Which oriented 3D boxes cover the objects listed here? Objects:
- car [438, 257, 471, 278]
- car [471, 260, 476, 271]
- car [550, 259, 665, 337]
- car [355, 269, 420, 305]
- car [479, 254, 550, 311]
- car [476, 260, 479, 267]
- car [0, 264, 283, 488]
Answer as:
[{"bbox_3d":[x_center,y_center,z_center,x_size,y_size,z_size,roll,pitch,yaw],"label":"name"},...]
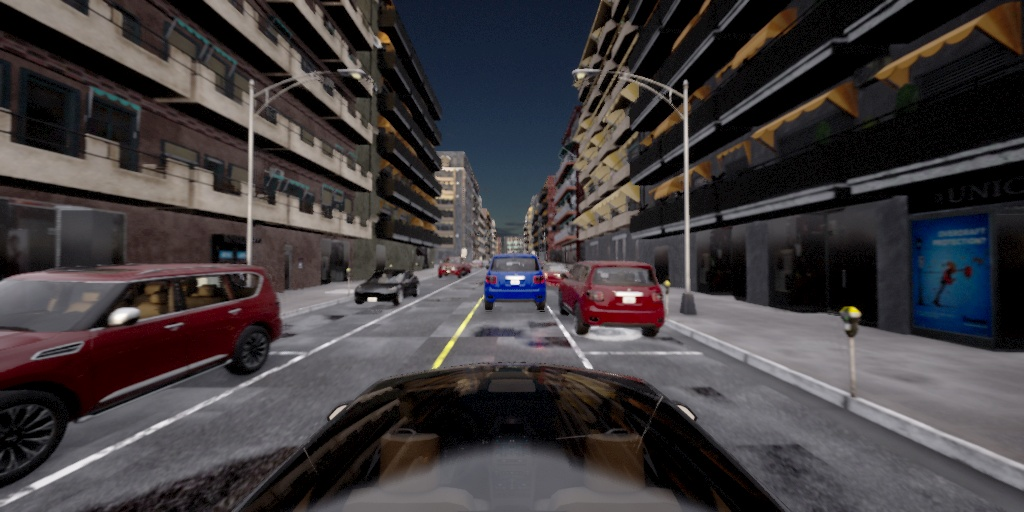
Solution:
[{"bbox_3d":[-5.310,0.982,32.395,2.192,1.841,5.009,0,0,0],"label":"car"},{"bbox_3d":[-5.309,1.204,37.926,1.888,1.381,4.507,0,0,0],"label":"car"},{"bbox_3d":[2.536,1.036,10.214,2.192,1.841,5.009,0,0,0],"label":"car"},{"bbox_3d":[-5.312,1.270,15.806,1.948,1.339,4.313,0,0,0],"label":"car"},{"bbox_3d":[0.103,0.931,14.311,2.150,2.045,5.566,0,0,0],"label":"car"},{"bbox_3d":[-5.307,1.226,54.519,1.802,1.307,4.207,0,0,0],"label":"car"},{"bbox_3d":[-5.313,1.054,4.744,2.192,1.841,5.009,0,0,0],"label":"car"}]
